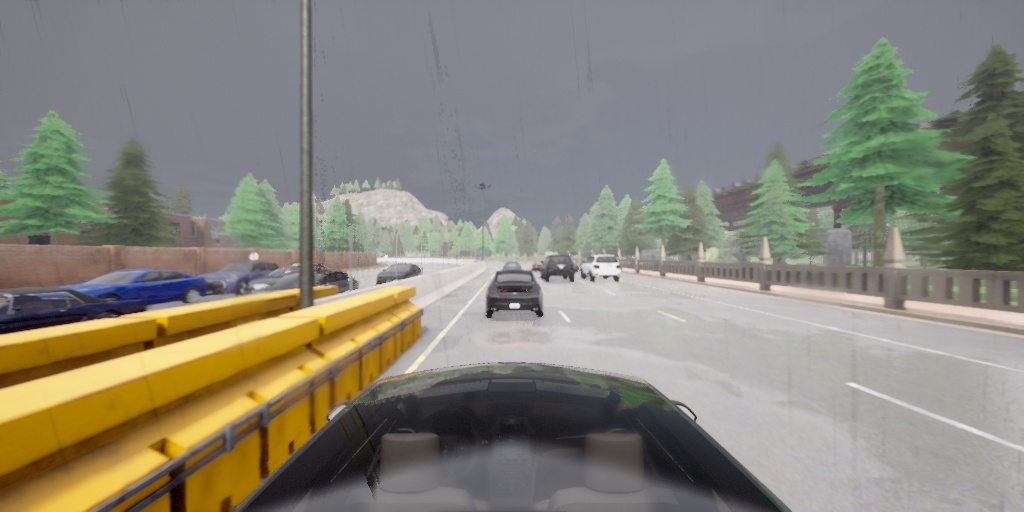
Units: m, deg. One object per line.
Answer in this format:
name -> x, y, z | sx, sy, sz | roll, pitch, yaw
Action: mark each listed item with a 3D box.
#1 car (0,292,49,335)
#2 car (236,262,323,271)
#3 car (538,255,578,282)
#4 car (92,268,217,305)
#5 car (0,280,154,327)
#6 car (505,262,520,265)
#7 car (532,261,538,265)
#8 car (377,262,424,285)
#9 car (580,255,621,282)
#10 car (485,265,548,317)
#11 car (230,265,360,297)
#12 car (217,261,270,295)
car -> -7.099, 1.251, 2.197 | 2.128, 1.511, 4.902 | 0, 0, 0
car -> -10.620, 1.228, 17.615 | 2.128, 1.511, 4.902 | 0, 0, 0
car -> 3.538, 0.920, 28.423 | 2.150, 2.045, 5.566 | 0, 0, 0
car -> -14.116, 1.226, 13.397 | 1.882, 1.535, 5.008 | 0, 0, 0
car -> -10.609, 1.355, 7.251 | 1.895, 1.301, 4.718 | 0, 0, 0
car -> 0.031, 1.248, 31.263 | 2.033, 1.411, 5.357 | 0, 0, 0
car -> 3.423, 1.276, 43.636 | 1.895, 1.301, 4.718 | 0, 0, 0
car -> -7.109, 1.201, 23.271 | 1.882, 1.535, 5.008 | 0, 0, 0
car -> 6.975, 0.919, 28.713 | 2.150, 2.045, 5.566 | 0, 0, 0
car -> 0.075, 1.235, 13.124 | 1.837, 1.490, 4.892 | 0, 0, 0
car -> -7.114, 1.246, 12.775 | 1.837, 1.490, 4.892 | 0, 0, 0
car -> -14.039, 1.092, 18.861 | 2.097, 1.767, 4.553 | 0, 0, 0
